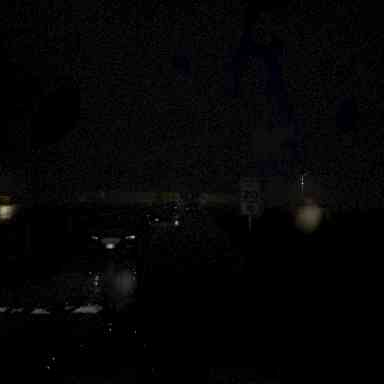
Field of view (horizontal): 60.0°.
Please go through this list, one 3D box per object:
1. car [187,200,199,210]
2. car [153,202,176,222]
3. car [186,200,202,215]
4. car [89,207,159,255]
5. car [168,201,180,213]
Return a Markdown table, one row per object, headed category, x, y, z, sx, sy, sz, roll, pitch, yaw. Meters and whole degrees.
| category | x | y | z | sx | sy | sz | roll | pitch | yaw |
| --- | --- | --- | --- | --- | --- | --- | --- | --- | --- |
| car | 0.171 | 2.027 | 52.671 | 1.837 | 1.490 | 4.892 | -1 | 0 | 0 |
| car | -2.778 | 1.838 | 29.206 | 2.033 | 1.411 | 5.357 | -1 | -1 | 0 |
| car | 0.200 | 1.923 | 39.997 | 2.033 | 1.411 | 5.357 | -1 | -1 | 0 |
| car | -2.824 | 1.630 | 13.967 | 2.128 | 1.511 | 4.902 | -1 | -1 | 0 |
| car | -2.664 | 1.962 | 44.351 | 1.837 | 1.490 | 4.892 | -1 | -1 | 1 |
